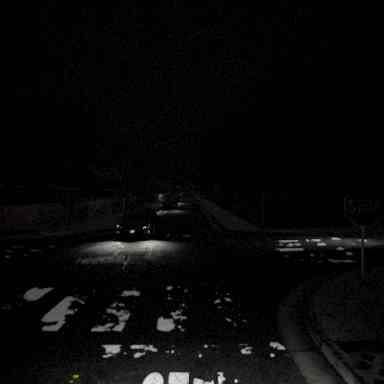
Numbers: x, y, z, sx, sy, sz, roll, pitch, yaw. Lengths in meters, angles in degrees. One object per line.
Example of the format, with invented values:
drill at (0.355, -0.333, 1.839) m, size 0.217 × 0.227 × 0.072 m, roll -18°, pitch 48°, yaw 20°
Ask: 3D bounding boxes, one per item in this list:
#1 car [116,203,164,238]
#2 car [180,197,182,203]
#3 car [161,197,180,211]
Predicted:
car at (-2.807, 1.592, 18.019) m, size 1.837 × 1.490 × 4.892 m, roll 0°, pitch 0°, yaw 0°
car at (-2.972, 1.583, 68.245) m, size 1.895 × 1.301 × 4.718 m, roll 0°, pitch 0°, yaw 0°
car at (-2.888, 1.535, 42.531) m, size 1.882 × 1.535 × 5.008 m, roll 0°, pitch 0°, yaw 0°
